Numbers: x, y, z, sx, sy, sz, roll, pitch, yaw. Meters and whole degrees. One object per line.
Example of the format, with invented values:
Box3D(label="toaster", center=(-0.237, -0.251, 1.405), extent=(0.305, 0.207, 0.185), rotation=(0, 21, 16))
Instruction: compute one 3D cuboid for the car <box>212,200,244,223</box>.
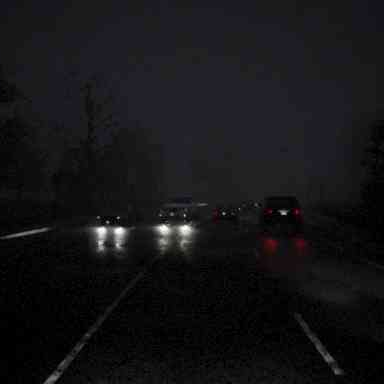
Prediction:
Box3D(label="car", center=(2.705, 1.569, 25.838), extent=(2.033, 1.411, 5.357), rotation=(0, 0, 11))

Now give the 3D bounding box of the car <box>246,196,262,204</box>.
Box3D(label="car", center=(12.306, 1.539, 65.843), extent=(1.882, 1.535, 5.008), rotation=(0, 0, 26))

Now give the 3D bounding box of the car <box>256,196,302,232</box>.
Box3D(label="car", center=(5.335, 1.248, 20.503), extent=(2.150, 2.045, 5.566), rotation=(0, 0, 9))

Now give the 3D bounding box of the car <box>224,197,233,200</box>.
Box3D(label="car", center=(7.412, 1.606, 63.643), extent=(1.994, 1.385, 4.181), rotation=(0, 0, 25))

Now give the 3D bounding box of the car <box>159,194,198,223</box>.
Box3D(label="car", center=(-0.940, 1.230, 26.458), extent=(2.150, 2.045, 5.566), rotation=(0, 0, 11))

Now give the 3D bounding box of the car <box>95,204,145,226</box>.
Box3D(label="car", center=(-4.965, 1.544, 23.897), extent=(2.033, 1.411, 5.357), rotation=(0, 0, 9))

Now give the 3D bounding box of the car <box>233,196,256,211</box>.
Box3D(label="car", center=(6.881, 1.607, 42.399), extent=(1.994, 1.385, 4.181), rotation=(0, 0, 17))
